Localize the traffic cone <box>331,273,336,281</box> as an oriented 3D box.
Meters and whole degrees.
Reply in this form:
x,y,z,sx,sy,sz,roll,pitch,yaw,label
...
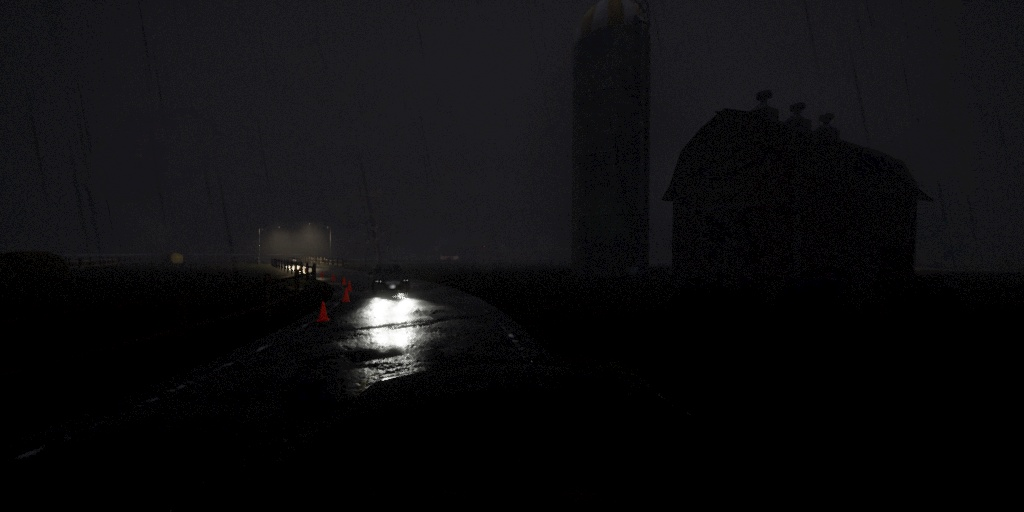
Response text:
x,y,z,sx,sy,sz,roll,pitch,yaw,label
-13.994,1.655,28.111,0.340,0.580,0.340,0,0,-37,traffic cone

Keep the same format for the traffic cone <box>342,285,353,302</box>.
x,y,z,sx,sy,sz,roll,pitch,yaw,label
-7.225,1.692,15.619,0.340,0.580,0.340,0,0,-20,traffic cone

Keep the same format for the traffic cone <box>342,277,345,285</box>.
x,y,z,sx,sy,sz,roll,pitch,yaw,label
-11.327,1.670,24.179,0.340,0.580,0.340,0,0,-31,traffic cone

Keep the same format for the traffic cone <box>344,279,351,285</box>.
x,y,z,sx,sy,sz,roll,pitch,yaw,label
-9.062,1.682,20.002,0.340,0.580,0.340,0,0,-26,traffic cone

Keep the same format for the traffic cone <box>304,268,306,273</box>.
x,y,z,sx,sy,sz,roll,pitch,yaw,label
-23.048,1.579,40.065,0.340,0.580,0.340,0,0,-37,traffic cone

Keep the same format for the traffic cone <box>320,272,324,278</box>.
x,y,z,sx,sy,sz,roll,pitch,yaw,label
-17.010,1.632,32.093,0.340,0.580,0.340,0,0,-37,traffic cone

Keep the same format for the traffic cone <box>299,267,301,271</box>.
x,y,z,sx,sy,sz,roll,pitch,yaw,label
-26.068,1.550,44.050,0.340,0.580,0.340,0,0,-37,traffic cone

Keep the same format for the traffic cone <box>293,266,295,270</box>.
x,y,z,sx,sy,sz,roll,pitch,yaw,label
-29.087,1.522,48.036,0.340,0.580,0.340,0,0,-37,traffic cone

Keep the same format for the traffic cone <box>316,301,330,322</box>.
x,y,z,sx,sy,sz,roll,pitch,yaw,label
-5.834,1.699,11.075,0.340,0.580,0.340,0,0,-14,traffic cone

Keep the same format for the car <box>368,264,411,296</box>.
x,y,z,sx,sy,sz,roll,pitch,yaw,label
-6.768,1.212,19.558,2.128,1.511,4.902,0,0,-25,car
